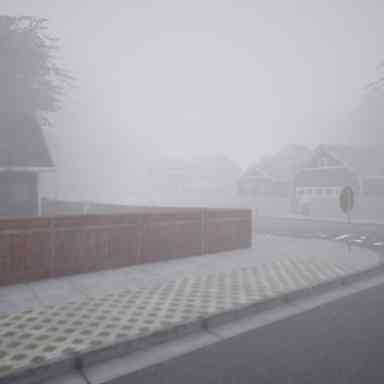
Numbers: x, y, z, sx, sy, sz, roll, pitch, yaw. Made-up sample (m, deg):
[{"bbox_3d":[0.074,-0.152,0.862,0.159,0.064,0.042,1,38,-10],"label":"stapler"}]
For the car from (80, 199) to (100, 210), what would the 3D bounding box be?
[{"bbox_3d":[-14.062,1.679,45.223,1.895,1.301,4.718,-2,1,-35],"label":"car"}]
